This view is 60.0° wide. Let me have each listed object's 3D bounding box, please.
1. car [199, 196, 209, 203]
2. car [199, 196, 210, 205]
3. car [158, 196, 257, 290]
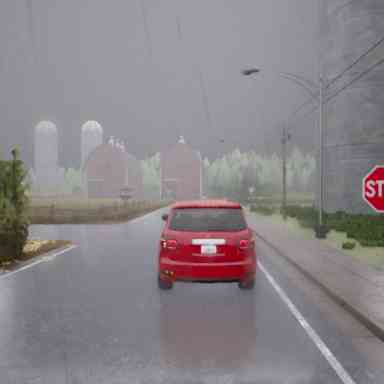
[{"bbox_3d":[2.539,1.538,70.411,1.895,1.301,4.718,0,0,2],"label":"car"},{"bbox_3d":[2.249,1.492,60.368,1.812,1.442,4.674,0,0,2],"label":"car"},{"bbox_3d":[0.310,1.216,9.193,2.150,2.045,5.566,0,0,0],"label":"car"}]
